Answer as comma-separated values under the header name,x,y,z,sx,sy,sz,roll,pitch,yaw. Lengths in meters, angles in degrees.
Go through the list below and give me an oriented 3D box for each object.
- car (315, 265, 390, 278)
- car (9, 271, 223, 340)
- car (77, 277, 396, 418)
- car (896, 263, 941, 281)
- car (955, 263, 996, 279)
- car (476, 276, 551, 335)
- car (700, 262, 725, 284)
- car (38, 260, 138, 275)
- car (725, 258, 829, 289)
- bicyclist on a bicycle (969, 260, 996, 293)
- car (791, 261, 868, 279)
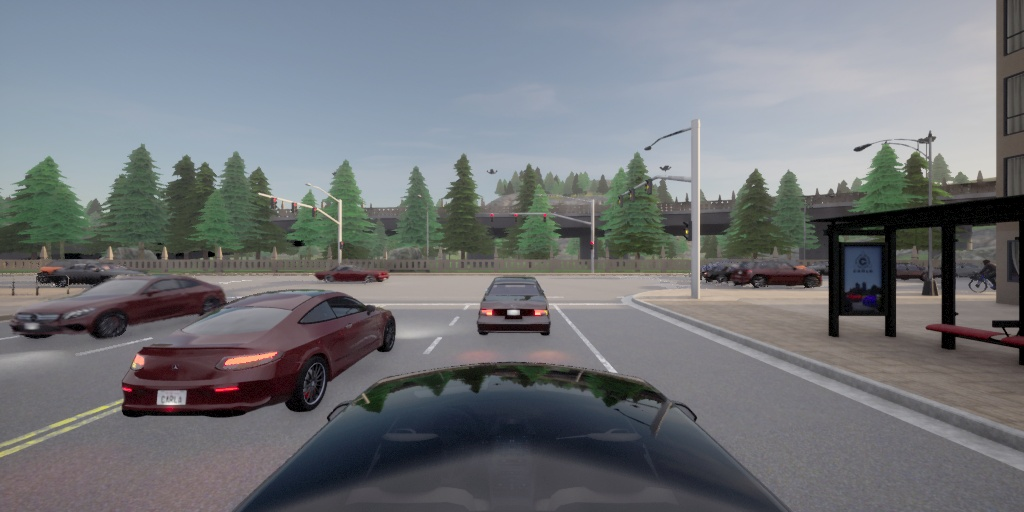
name,x,y,z,sx,sy,sz,roll,pitch,yaw
car,-11.336,1.307,25.716,4.718,1.301,1.895,0,0,1
car,-10.496,1.276,10.171,1.812,1.442,4.674,0,0,0
car,-3.447,1.276,5.949,1.812,1.442,4.674,0,0,0
car,30.557,1.242,28.511,5.357,1.411,2.033,0,0,6
car,38.077,1.258,30.440,4.181,1.385,1.994,0,0,17
car,0.088,1.297,10.443,2.033,1.411,5.357,0,0,1
car,15.754,1.295,25.403,4.718,1.301,1.895,0,0,1
car,-25.599,1.186,22.375,4.902,1.511,2.128,0,0,0
car,16.077,1.046,21.898,4.553,1.767,2.097,0,0,1
bicyclist on a bicycle,22.756,0.995,17.037,0.582,1.620,1.656,0,0,1
car,28.289,1.186,32.123,4.902,1.511,2.128,0,0,4
